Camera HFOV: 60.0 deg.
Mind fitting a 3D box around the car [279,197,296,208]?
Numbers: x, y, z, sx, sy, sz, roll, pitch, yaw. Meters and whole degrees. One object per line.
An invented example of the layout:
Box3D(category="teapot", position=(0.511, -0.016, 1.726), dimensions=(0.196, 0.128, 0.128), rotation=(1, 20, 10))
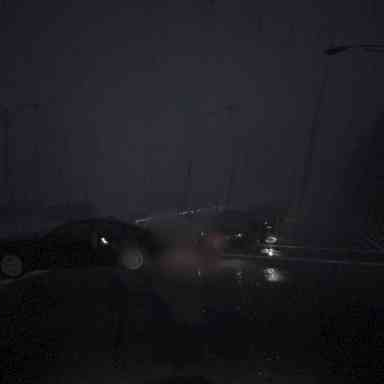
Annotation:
Box3D(category="car", position=(13.687, 1.469, 47.601), dimensions=(2.128, 1.511, 4.902), rotation=(0, 0, 19))

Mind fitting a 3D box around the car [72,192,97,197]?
Box3D(category="car", position=(-18.298, 1.249, 53.746), dimensions=(4.514, 1.523, 2.007), rotation=(0, 0, 19))

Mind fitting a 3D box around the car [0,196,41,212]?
Box3D(category="car", position=(-15.021, 1.355, 29.404), dimensions=(3.806, 1.475, 1.970), rotation=(0, 0, 19))

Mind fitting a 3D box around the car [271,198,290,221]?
Box3D(category="car", position=(5.951, 1.475, 24.889), dimensions=(2.128, 1.511, 4.902), rotation=(0, 0, 19))

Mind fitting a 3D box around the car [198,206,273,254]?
Box3D(category="car", position=(1.862, 1.514, 13.846), dimensions=(1.812, 1.442, 4.674), rotation=(0, 0, 25))

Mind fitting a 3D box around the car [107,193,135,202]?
Box3D(category="car", position=(-13.608, 1.046, 65.308), dimensions=(4.605, 1.855, 1.932), rotation=(0, 0, 19))

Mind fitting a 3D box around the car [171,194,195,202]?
Box3D(category="car", position=(-1.894, 1.258, 68.651), dimensions=(4.514, 1.523, 2.007), rotation=(0, 0, 19))

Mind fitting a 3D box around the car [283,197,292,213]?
Box3D(category="car", position=(7.845, 1.487, 30.447), dimensions=(1.837, 1.490, 4.892), rotation=(0, 0, 19))

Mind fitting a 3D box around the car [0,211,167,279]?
Box3D(category="car", position=(-3.255, 1.475, 9.836), dimensions=(5.008, 1.535, 1.882), rotation=(0, 0, -15))

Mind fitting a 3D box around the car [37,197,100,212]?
Box3D(category="car", position=(-8.957, 1.356, 24.191), dimensions=(3.633, 1.501, 1.845), rotation=(0, 0, 19))

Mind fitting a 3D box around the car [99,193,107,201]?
Box3D(category="car", position=(-19.997, 1.014, 70.956), dimensions=(3.866, 1.878, 1.905), rotation=(0, 0, 19))

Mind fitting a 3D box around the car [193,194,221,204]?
Box3D(category="car", position=(1.835, 1.126, 56.732), dimensions=(5.027, 1.636, 2.152), rotation=(0, 0, 19))

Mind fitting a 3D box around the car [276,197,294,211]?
Box3D(category="car", position=(11.790, 1.484, 42.030), dimensions=(1.837, 1.490, 4.892), rotation=(0, 0, 19))

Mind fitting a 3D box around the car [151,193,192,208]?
Box3D(category="car", position=(-2.836, 1.075, 41.738), dimensions=(4.605, 1.855, 1.932), rotation=(0, 0, 19))

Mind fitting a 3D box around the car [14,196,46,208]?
Box3D(category="car", position=(-21.560, 1.273, 44.300), dimensions=(3.633, 1.501, 1.845), rotation=(0, 0, 19))

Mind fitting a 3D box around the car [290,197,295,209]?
Box3D(category="car", position=(9.902, 1.544, 36.480), dimensions=(1.994, 1.385, 4.181), rotation=(0, 0, 19))

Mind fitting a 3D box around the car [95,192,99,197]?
Box3D(category="car", position=(-21.647, 1.298, 68.006), dimensions=(3.806, 1.475, 1.970), rotation=(0, 0, 19))

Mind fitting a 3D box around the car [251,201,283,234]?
Box3D(category="car", position=(4.024, 1.490, 19.248), dimensions=(1.837, 1.490, 4.892), rotation=(0, 0, 19))
